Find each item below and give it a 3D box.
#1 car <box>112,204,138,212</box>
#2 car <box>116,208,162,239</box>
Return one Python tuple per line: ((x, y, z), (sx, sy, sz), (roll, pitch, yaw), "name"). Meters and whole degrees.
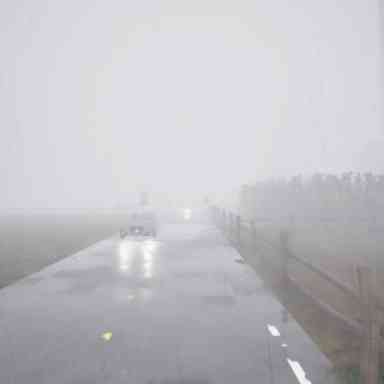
((-10.935, 2.582, 54.655), (4.181, 1.385, 1.994), (0, 0, 0), "car")
((-2.854, 1.863, 19.149), (1.994, 1.385, 4.181), (0, -1, 0), "car")
